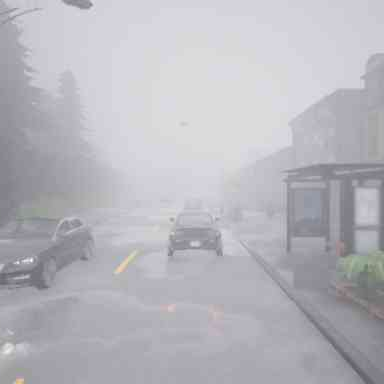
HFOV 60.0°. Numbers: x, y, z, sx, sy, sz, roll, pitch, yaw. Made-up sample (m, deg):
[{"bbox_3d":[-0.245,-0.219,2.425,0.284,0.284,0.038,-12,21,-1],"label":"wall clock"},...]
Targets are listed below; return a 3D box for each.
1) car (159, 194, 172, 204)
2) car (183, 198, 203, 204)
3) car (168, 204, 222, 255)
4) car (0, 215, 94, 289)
[{"bbox_3d":[-4.058,1.074,51.870,2.033,1.411,5.357,0,1,1],"label":"car"},{"bbox_3d":[0.093,1.260,31.599,2.033,1.411,5.357,0,1,0],"label":"car"},{"bbox_3d":[0.098,1.410,12.587,1.812,1.442,4.674,0,1,0],"label":"car"},{"bbox_3d":[-4.099,1.407,8.994,2.128,1.511,4.902,0,1,0],"label":"car"}]
